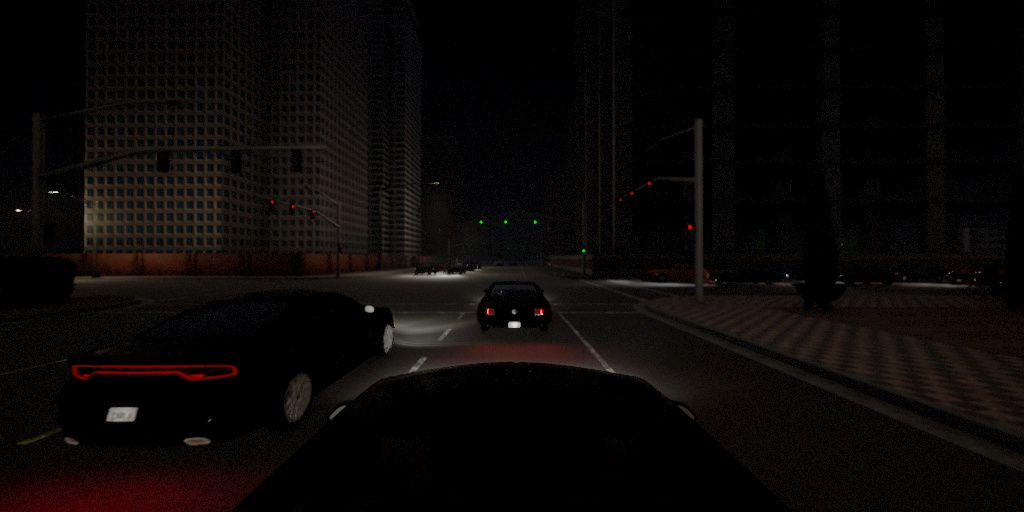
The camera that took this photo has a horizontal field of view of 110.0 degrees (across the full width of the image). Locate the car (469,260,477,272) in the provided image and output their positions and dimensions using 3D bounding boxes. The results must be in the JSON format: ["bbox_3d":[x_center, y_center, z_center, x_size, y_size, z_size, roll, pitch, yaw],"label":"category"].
[{"bbox_3d":[-7.161,1.690,56.767,1.837,1.490,4.892,0,0,1],"label":"car"}]

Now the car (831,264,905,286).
[{"bbox_3d":[26.651,1.479,27.504,4.674,1.442,1.812,0,0,0],"label":"car"}]

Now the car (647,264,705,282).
[{"bbox_3d":[14.292,1.459,31.075,5.008,1.535,1.882,0,0,0],"label":"car"}]

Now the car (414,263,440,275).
[{"bbox_3d":[-10.823,1.571,45.196,1.882,1.535,5.008,0,0,1],"label":"car"}]

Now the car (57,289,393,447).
[{"bbox_3d":[-3.446,1.259,5.654,1.882,1.535,5.008,0,0,0],"label":"car"}]

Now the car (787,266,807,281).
[{"bbox_3d":[24.104,1.529,31.025,5.357,1.411,2.033,0,0,0],"label":"car"}]

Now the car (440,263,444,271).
[{"bbox_3d":[-10.701,1.768,54.536,1.895,1.301,4.718,0,0,1],"label":"car"}]

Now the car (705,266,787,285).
[{"bbox_3d":[17.869,1.555,27.556,4.718,1.301,1.895,0,0,0],"label":"car"}]

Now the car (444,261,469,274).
[{"bbox_3d":[-7.295,1.713,47.550,1.895,1.301,4.718,0,0,1],"label":"car"}]

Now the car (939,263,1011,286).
[{"bbox_3d":[36.466,1.305,27.453,4.553,1.767,2.097,0,0,0],"label":"car"}]

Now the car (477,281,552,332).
[{"bbox_3d":[0.055,1.425,11.071,1.895,1.301,4.718,0,0,0],"label":"car"}]

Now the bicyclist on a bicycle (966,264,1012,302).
[{"bbox_3d":[20.737,1.160,15.561,0.582,1.620,1.656,0,-1,0],"label":"bicyclist on a bicycle"}]

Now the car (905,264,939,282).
[{"bbox_3d":[34.525,1.472,30.966,4.902,1.511,2.128,0,0,0],"label":"car"}]
